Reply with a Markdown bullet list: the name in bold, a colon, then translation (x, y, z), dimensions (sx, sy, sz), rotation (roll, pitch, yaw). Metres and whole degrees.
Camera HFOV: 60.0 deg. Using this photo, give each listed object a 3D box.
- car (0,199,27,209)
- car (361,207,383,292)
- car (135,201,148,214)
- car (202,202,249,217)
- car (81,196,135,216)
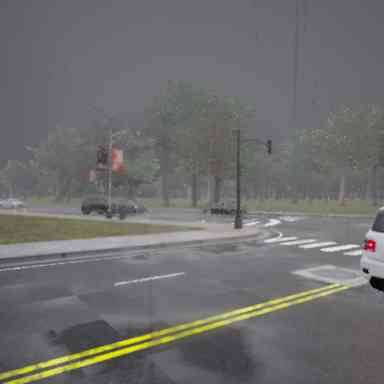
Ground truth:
- **car**: translation (-26.181, 1.722, 48.609), dimensions (4.674, 1.442, 1.812), rotation (0, -1, 33)
- **car**: translation (6.256, 1.313, 8.049), dimensions (5.566, 2.045, 2.150), rotation (1, 0, -38)
- **car**: translation (-6.992, 1.555, 36.391), dimensions (4.553, 1.767, 2.097), rotation (0, -1, 32)
- **car**: translation (3.407, 1.748, 33.981), dimensions (4.902, 1.511, 2.128), rotation (0, -1, 31)
- **car**: translation (-8.844, 1.385, 33.716), dimensions (5.566, 2.045, 2.150), rotation (0, -1, 32)
